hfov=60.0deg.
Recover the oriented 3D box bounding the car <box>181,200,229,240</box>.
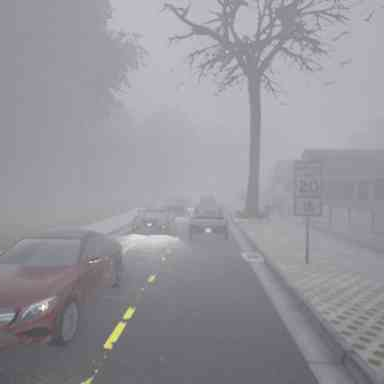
[{"bbox_3d":[0.815,1.383,16.470,2.128,1.511,4.902,1,1,3],"label":"car"}]

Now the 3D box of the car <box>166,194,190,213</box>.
[{"bbox_3d":[-1.485,1.125,29.622,1.882,1.535,5.008,1,1,3],"label":"car"}]

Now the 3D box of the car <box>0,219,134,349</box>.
[{"bbox_3d":[-2.601,1.487,6.449,1.812,1.442,4.674,1,0,3],"label":"car"}]

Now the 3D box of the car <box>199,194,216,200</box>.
[{"bbox_3d":[1.900,0.980,40.055,2.128,1.511,4.902,1,1,3],"label":"car"}]

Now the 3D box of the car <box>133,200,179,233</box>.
[{"bbox_3d":[-2.036,1.400,18.514,1.994,1.385,4.181,1,1,3],"label":"car"}]

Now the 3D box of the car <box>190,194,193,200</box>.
[{"bbox_3d":[-0.871,0.968,41.516,2.128,1.511,4.902,1,1,3],"label":"car"}]
